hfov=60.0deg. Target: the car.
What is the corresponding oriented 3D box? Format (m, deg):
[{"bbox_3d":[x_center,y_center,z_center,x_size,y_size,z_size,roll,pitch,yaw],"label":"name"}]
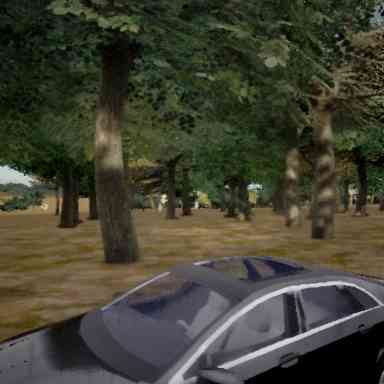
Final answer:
[{"bbox_3d":[0.300,1.488,3.234,4.902,1.511,2.128,0,0,-32],"label":"car"}]
